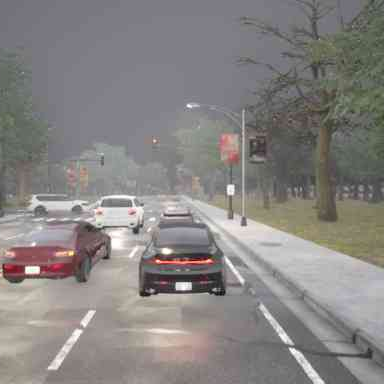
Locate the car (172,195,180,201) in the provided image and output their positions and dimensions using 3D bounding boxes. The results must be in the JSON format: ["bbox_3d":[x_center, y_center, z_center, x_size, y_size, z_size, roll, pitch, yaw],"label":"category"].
[{"bbox_3d":[-3.688,1.594,76.025,2.033,1.411,5.357,0,0,-3],"label":"car"}]

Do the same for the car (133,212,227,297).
[{"bbox_3d":[-0.266,1.506,8.603,1.837,1.490,4.892,0,0,-3],"label":"car"}]

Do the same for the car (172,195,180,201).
[{"bbox_3d":[-4.201,1.475,86.427,2.128,1.511,4.902,0,0,-3],"label":"car"}]

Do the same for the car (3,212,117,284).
[{"bbox_3d":[-3.568,1.527,9.503,1.812,1.442,4.674,0,0,-3],"label":"car"}]

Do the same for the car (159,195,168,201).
[{"bbox_3d":[-7.447,1.475,86.268,2.128,1.511,4.902,0,0,-3],"label":"car"}]

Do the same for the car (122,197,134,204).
[{"bbox_3d":[-13.065,1.646,68.215,1.895,1.301,4.718,0,0,-3],"label":"car"}]

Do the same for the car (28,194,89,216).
[{"bbox_3d":[-12.901,1.231,32.346,5.566,2.045,2.150,0,0,-13],"label":"car"}]

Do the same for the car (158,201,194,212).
[{"bbox_3d":[-0.873,1.496,18.918,2.128,1.511,4.902,0,0,-3],"label":"car"}]

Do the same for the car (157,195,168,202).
[{"bbox_3d":[-6.934,1.532,75.865,1.882,1.535,5.008,0,0,-3],"label":"car"}]

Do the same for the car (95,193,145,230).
[{"bbox_3d":[-4.020,1.226,19.248,2.150,2.045,5.566,0,0,-5],"label":"car"}]

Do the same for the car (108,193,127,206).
[{"bbox_3d":[-12.562,1.251,56.389,2.150,2.045,5.566,0,0,-2],"label":"car"}]

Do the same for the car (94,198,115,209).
[{"bbox_3d":[-12.066,1.546,45.994,1.812,1.442,4.674,0,0,-3],"label":"car"}]
